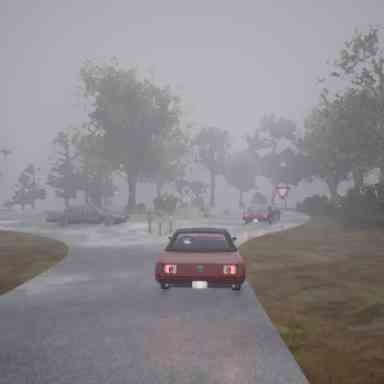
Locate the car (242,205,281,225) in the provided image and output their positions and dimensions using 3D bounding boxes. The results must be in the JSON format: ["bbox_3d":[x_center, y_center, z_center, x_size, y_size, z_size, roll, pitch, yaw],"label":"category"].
[{"bbox_3d":[5.174,1.602,24.166,1.895,1.301,4.718,0,0,25],"label":"car"}]

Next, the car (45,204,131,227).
[{"bbox_3d":[-6.907,1.549,22.279,5.357,1.411,2.033,0,0,4],"label":"car"}]

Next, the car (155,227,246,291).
[{"bbox_3d":[0.282,1.601,8.992,1.895,1.301,4.718,0,0,3],"label":"car"}]
